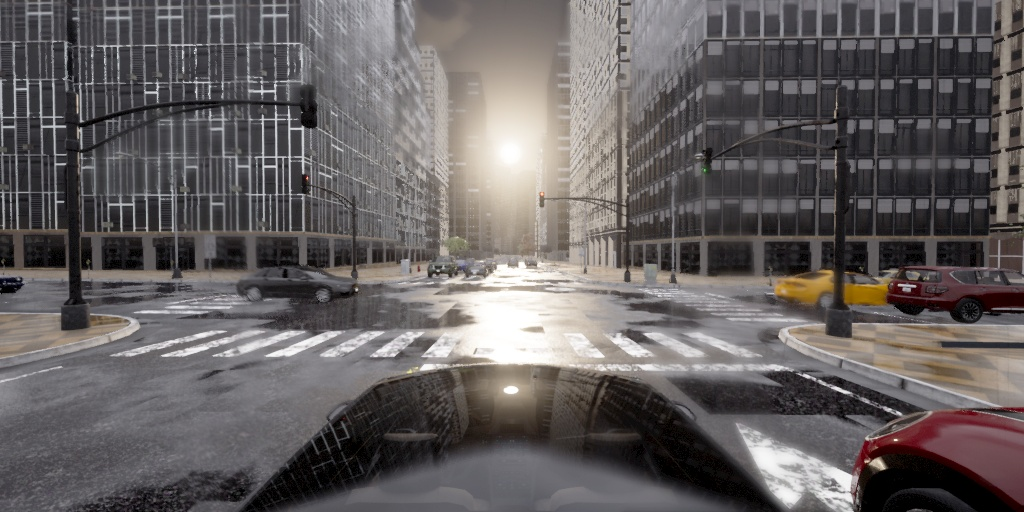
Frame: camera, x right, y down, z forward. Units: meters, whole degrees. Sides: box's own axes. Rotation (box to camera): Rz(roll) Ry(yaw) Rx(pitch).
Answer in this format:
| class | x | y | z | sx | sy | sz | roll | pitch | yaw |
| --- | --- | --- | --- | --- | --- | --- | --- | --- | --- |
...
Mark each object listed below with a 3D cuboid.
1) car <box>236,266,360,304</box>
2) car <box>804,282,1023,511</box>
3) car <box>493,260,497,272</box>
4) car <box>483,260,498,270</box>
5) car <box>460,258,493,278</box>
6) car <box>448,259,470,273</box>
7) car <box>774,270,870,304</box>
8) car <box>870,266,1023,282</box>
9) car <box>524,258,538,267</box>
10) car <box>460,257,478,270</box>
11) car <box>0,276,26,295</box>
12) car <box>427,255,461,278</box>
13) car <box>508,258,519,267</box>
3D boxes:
| class | x | y | z | sx | sy | sz | roll | pitch | yaw |
| --- | --- | --- | --- | --- | --- | --- | --- | --- | --- |
| car | -9.170 | 1.207 | 15.595 | 4.892 | 1.490 | 1.837 | 0 | 1 | 1 |
| car | 3.253 | 1.102 | 0.425 | 2.097 | 1.767 | 4.553 | 0 | 0 | 0 |
| car | -3.211 | 1.327 | 43.238 | 1.895 | 1.301 | 4.718 | 0 | 0 | 0 |
| car | -3.167 | 1.263 | 53.941 | 2.033 | 1.411 | 5.357 | 0 | 0 | 0 |
| car | -3.240 | 1.225 | 33.957 | 2.128 | 1.511 | 4.902 | 0 | 0 | 1 |
| car | -6.456 | 1.202 | 44.165 | 1.882 | 1.535 | 5.008 | 0 | 0 | 0 |
| car | 14.009 | 1.384 | 15.159 | 5.008 | 1.535 | 1.882 | 0 | 1 | 1 |
| car | 16.226 | 1.282 | 12.537 | 5.009 | 1.841 | 2.192 | 0 | 0 | 1 |
| car | 3.460 | 1.306 | 63.395 | 1.895 | 1.301 | 4.718 | 0 | 0 | 0 |
| car | -6.414 | 1.067 | 53.833 | 2.097 | 1.767 | 4.553 | 0 | 0 | 0 |
| car | -25.032 | 1.157 | 15.965 | 4.718 | 1.301 | 1.895 | 1 | 1 | 1 |
| car | -6.481 | 0.955 | 34.199 | 2.150 | 2.045 | 5.566 | 0 | 0 | 0 |
| car | 0.210 | 1.269 | 63.377 | 1.994 | 1.385 | 4.181 | 0 | 0 | 0 |
